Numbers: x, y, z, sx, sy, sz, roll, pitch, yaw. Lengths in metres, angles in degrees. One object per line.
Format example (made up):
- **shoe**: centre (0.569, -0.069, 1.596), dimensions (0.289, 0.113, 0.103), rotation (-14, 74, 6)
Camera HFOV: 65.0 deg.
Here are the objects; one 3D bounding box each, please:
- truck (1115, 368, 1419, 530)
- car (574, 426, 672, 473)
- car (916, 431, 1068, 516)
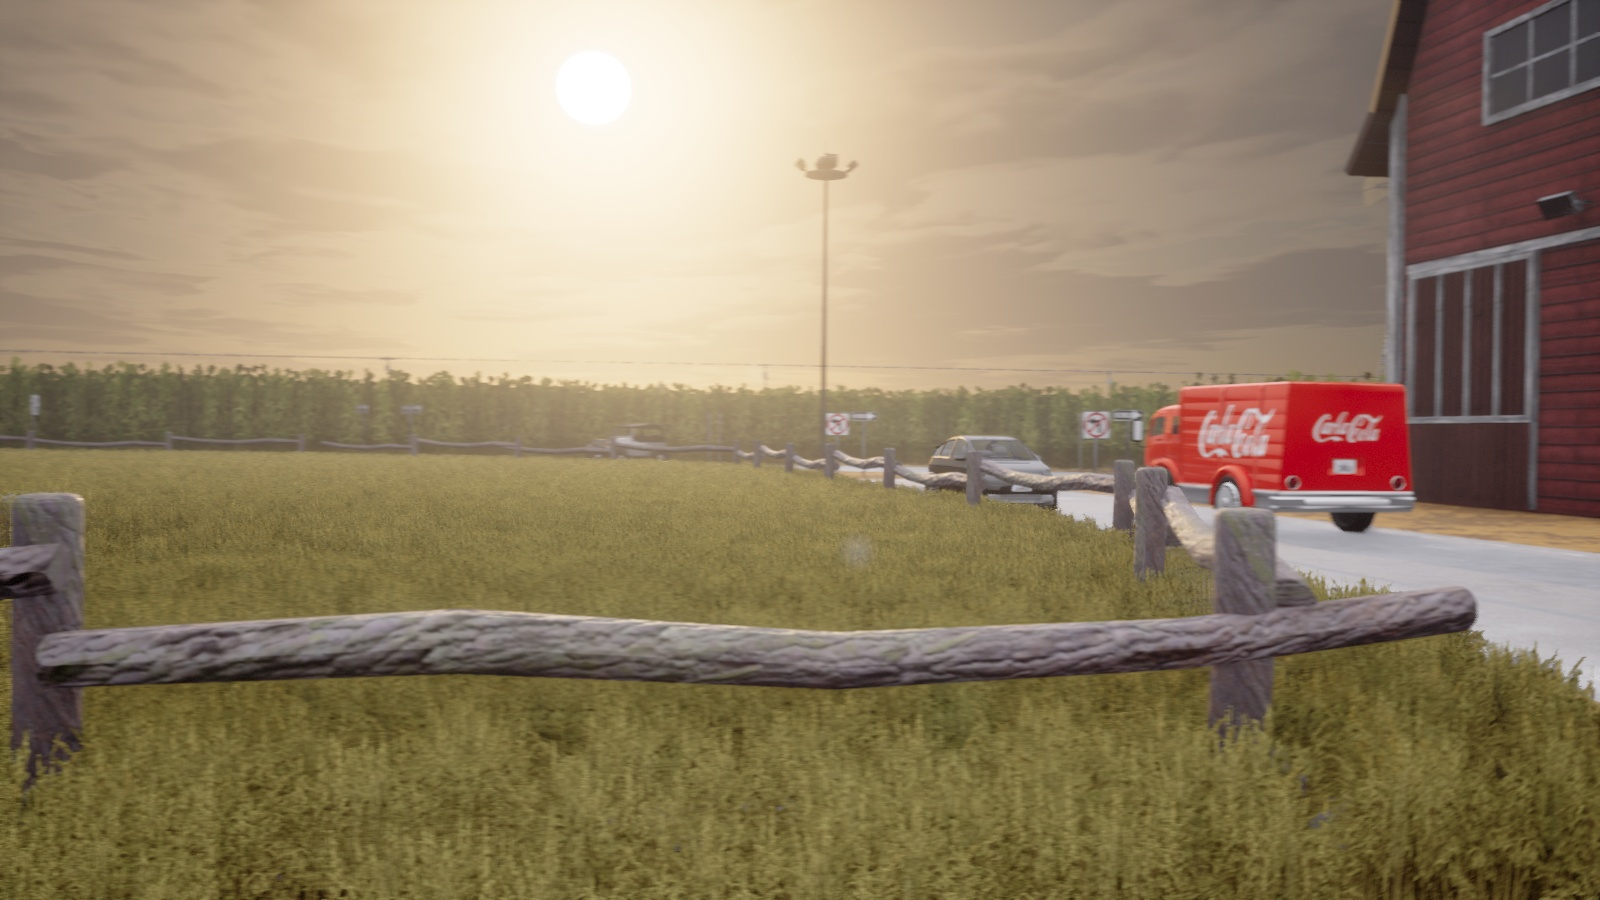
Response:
- **truck**: centre (7.901, -0.062, 21.986), dimensions (2.627, 2.467, 5.204), rotation (-1, 1, -12)
- **car**: centre (-7.471, -0.050, 53.289), dimensions (1.905, 1.878, 3.866), rotation (0, 1, 39)
- **car**: centre (3.719, 0.405, 24.980), dimensions (1.789, 1.549, 3.705), rotation (-1, 1, -12)
